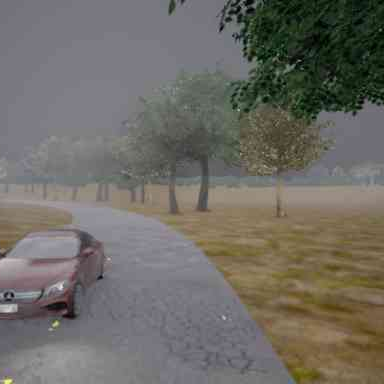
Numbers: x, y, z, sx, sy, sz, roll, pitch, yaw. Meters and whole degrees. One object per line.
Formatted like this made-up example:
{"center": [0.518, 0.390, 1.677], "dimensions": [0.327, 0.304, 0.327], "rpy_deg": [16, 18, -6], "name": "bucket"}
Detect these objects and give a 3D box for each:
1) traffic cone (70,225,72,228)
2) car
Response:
{"center": [-6.827, 2.136, 18.776], "dimensions": [0.340, 0.580, 0.340], "rpy_deg": [0, 0, -12], "name": "traffic cone"}
{"center": [-3.139, 1.611, 7.612], "dimensions": [1.812, 1.442, 4.674], "rpy_deg": [0, -1, -5], "name": "car"}
